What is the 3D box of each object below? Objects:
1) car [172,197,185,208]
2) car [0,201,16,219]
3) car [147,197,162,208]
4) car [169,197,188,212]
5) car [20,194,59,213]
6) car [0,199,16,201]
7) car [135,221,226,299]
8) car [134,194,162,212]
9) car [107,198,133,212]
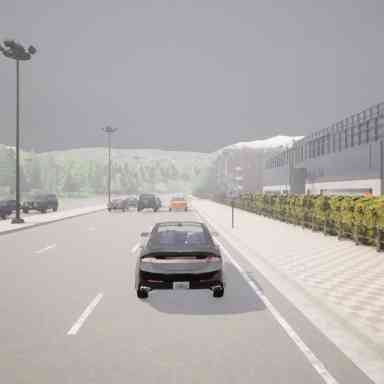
[{"bbox_3d":[-2.002,1.505,49.736,1.837,1.490,4.892,0,0,-2],"label":"car"},{"bbox_3d":[-16.184,1.601,26.146,1.895,1.301,4.718,0,0,-2],"label":"car"},{"bbox_3d":[-5.498,1.478,49.575,1.882,1.535,5.008,0,0,-2],"label":"car"},{"bbox_3d":[-1.618,1.352,39.687,2.097,1.767,4.553,0,0,-2],"label":"car"},{"bbox_3d":[-16.570,1.221,36.632,2.150,2.045,5.566,0,0,-3],"label":"car"},{"bbox_3d":[-20.033,1.505,35.439,1.837,1.490,4.892,0,0,-2],"label":"car"},{"bbox_3d":[-0.307,1.492,8.496,2.128,1.511,4.902,0,0,-3],"label":"car"},{"bbox_3d":[-5.091,1.221,38.895,2.150,2.045,5.566,0,0,-2],"label":"car"},{"bbox_3d":[-8.603,1.547,39.147,2.033,1.411,5.357,0,0,-2],"label":"car"}]
